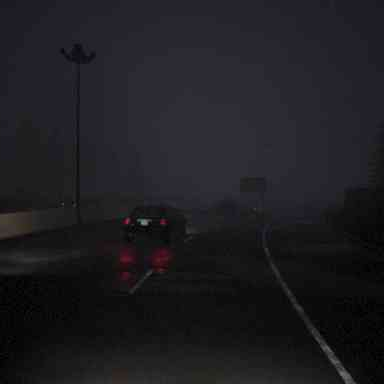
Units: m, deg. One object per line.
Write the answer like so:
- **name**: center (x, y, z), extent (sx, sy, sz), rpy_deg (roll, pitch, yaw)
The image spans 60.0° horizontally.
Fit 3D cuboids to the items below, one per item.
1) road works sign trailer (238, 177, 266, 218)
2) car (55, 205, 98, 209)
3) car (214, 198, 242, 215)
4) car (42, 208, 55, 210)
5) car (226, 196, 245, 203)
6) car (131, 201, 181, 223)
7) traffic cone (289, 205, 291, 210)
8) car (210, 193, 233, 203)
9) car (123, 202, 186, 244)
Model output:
- **road works sign trailer**: center (5.642, 0.464, 30.362), extent (2.380, 3.560, 2.880), rpy_deg (0, 0, 24)
- **car**: center (-11.340, 1.296, 34.204), extent (2.097, 1.767, 4.553), rpy_deg (0, 0, 20)
- **car**: center (3.818, 1.469, 34.228), extent (1.882, 1.535, 5.008), rpy_deg (0, 0, 22)
- **car**: center (-14.356, 1.438, 36.172), extent (1.837, 1.490, 4.892), rpy_deg (0, 0, 20)
- **car**: center (9.016, 1.508, 68.991), extent (1.812, 1.442, 4.674), rpy_deg (0, 0, 39)
- **car**: center (-2.700, 1.523, 26.620), extent (2.033, 1.411, 5.357), rpy_deg (0, 0, 17)
- **traffic cone**: center (12.318, 1.969, 41.617), extent (0.340, 0.580, 0.340), rpy_deg (0, 0, 24)
- **car**: center (6.258, 1.196, 71.133), extent (2.150, 2.045, 5.566), rpy_deg (0, 0, 39)
- **car**: center (-1.630, 1.337, 16.107), extent (2.097, 1.767, 4.553), rpy_deg (0, 0, 10)
